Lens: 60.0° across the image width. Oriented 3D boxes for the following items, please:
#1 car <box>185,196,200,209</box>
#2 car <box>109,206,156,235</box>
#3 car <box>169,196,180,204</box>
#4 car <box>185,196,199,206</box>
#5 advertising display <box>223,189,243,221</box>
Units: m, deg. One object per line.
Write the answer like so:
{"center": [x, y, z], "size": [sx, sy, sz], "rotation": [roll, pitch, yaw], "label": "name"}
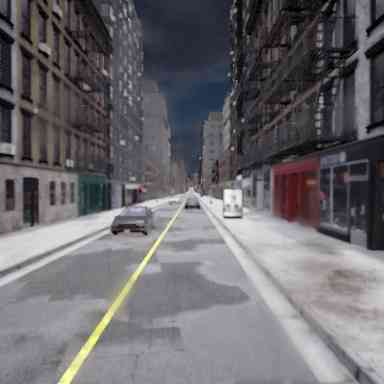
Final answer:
{"center": [0.059, 1.462, 43.311], "size": [1.994, 1.385, 4.181], "rotation": [0, 0, 1], "label": "car"}
{"center": [-3.102, 1.504, 18.569], "size": [2.033, 1.411, 5.357], "rotation": [0, 0, 0], "label": "car"}
{"center": [-3.052, 1.383, 58.749], "size": [1.812, 1.442, 4.674], "rotation": [0, 0, 1], "label": "car"}
{"center": [-0.005, 1.418, 53.837], "size": [2.033, 1.411, 5.357], "rotation": [0, 0, 0], "label": "car"}
{"center": [3.143, 0.966, 25.600], "size": [1.540, 2.440, 0.280], "rotation": [0, 1, 0], "label": "advertising display"}
